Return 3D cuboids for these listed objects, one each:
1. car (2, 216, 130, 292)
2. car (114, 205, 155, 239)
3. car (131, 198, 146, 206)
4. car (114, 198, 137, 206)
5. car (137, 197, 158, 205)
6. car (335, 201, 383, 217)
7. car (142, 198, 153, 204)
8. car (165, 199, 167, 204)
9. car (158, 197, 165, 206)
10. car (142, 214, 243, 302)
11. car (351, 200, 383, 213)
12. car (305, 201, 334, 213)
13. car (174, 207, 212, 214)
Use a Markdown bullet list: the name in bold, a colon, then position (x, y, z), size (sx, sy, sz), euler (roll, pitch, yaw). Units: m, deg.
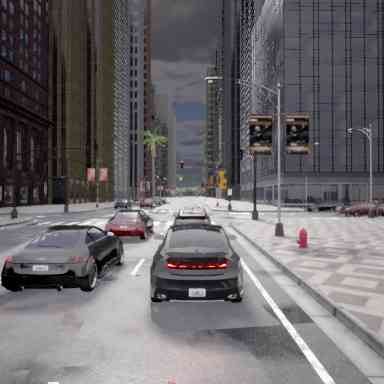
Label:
- **car**: position (-3.166, 1.576, 9.010), size (1.994, 1.385, 4.181), euler (0, 0, 1)
- **car**: position (-3.170, 1.601, 17.409), size (1.994, 1.385, 4.181), euler (0, 0, 0)
- **car**: position (-9.886, 1.807, 61.892), size (2.128, 1.511, 4.902), euler (0, -1, 0)
- **car**: position (-9.908, 1.766, 48.340), size (2.033, 1.411, 5.357), euler (0, 0, 0)
- **car**: position (-6.656, 1.707, 50.068), size (1.882, 1.535, 5.008), euler (0, 0, 0)
- **car**: position (15.281, 1.576, 29.274), size (4.206, 1.307, 1.802), euler (0, 0, -1)
- **car**: position (-9.841, 1.965, 74.206), size (1.994, 1.385, 4.181), euler (0, 0, 0)
- **car**: position (-6.588, 1.994, 72.545), size (1.895, 1.301, 4.718), euler (0, 0, 0)
- **car**: position (-6.641, 1.657, 60.351), size (2.097, 1.767, 4.553), euler (0, -1, 0)
- **car**: position (0.091, 1.515, 8.234), size (1.837, 1.490, 4.892), euler (0, 0, 0)
- **car**: position (20.779, 1.642, 37.892), size (4.313, 1.339, 1.947), euler (0, 0, -1)
- **car**: position (15.140, 1.661, 37.797), size (4.313, 1.339, 1.947), euler (0, 0, -1)
- **car**: position (0.029, 1.530, 17.556), size (2.128, 1.511, 4.902), euler (0, 0, 0)
